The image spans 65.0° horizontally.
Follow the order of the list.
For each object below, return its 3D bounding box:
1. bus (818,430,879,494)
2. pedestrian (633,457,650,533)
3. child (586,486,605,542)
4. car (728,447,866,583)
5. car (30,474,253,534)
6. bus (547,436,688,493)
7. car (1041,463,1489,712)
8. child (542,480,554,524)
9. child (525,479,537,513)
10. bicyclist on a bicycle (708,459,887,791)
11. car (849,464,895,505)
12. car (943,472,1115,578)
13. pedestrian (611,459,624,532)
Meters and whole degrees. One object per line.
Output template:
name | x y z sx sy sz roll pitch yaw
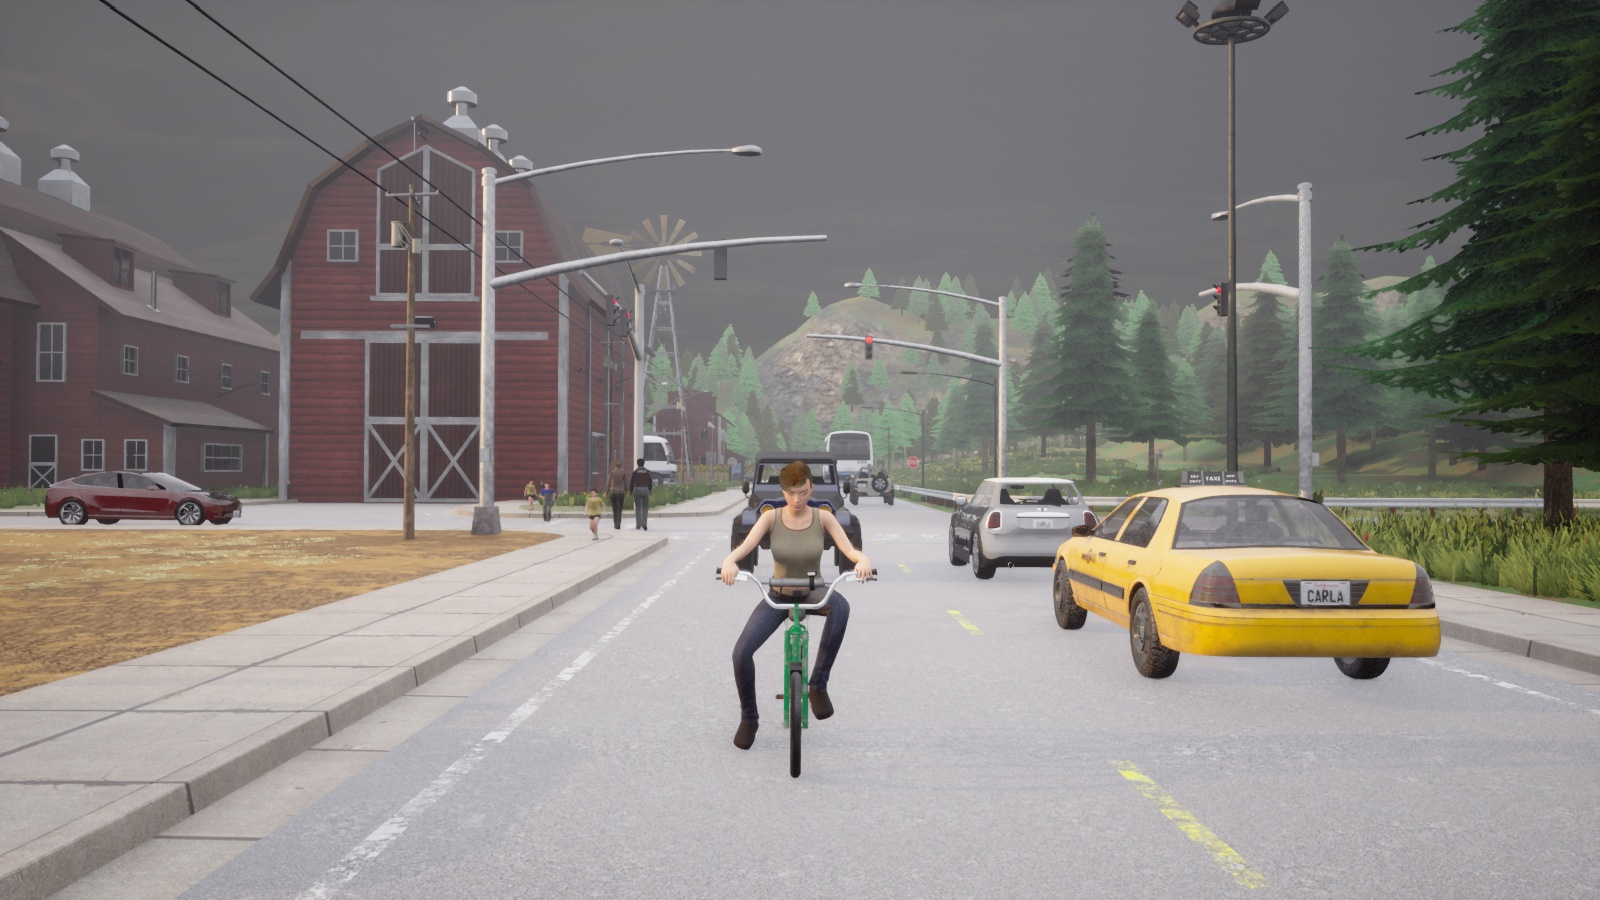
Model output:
bus | 3.303 0.916 89.021 3.944 4.253 10.273 0 -1 0
pedestrian | -4.044 1.144 32.088 0.402 1.930 0.666 0 -1 -5
child | -4.102 1.281 25.195 0.255 1.110 0.394 0 -1 12
car | -0.050 0.936 19.430 1.905 1.878 3.866 0 -1 0
car | -17.390 1.413 33.345 4.792 1.488 2.163 0 -1 -1
bus | -13.915 1.107 96.338 10.273 4.253 3.944 0 -1 -1
car | 3.476 0.919 10.686 1.801 1.575 5.366 0 -1 0
child | -7.345 1.512 36.586 0.270 1.263 0.437 0 -1 -4
child | -9.037 1.538 42.160 0.255 1.110 0.394 1 -1 -39
bicyclist on a bicycle | -0.011 0.867 6.884 0.866 1.612 1.509 0 -1 0
car | 3.361 1.612 59.371 1.932 1.855 4.605 0 -1 0
car | 3.455 1.096 19.668 1.970 1.475 3.806 0 -1 0
pedestrian | -4.639 1.144 31.969 0.331 1.846 0.634 0 -1 -8
